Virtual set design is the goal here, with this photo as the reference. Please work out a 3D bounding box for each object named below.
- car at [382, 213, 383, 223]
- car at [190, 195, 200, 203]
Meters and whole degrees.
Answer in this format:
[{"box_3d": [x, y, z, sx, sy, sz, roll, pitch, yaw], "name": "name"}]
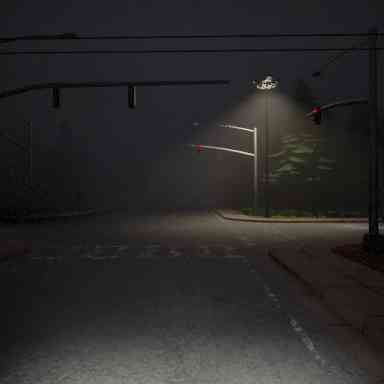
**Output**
[{"box_3d": [15.126, 1.359, 21.985, 4.553, 1.767, 2.097, 0, 0, 1], "name": "car"}, {"box_3d": [0.585, 1.536, 73.448, 2.097, 1.767, 4.553, 0, 0, 2], "name": "car"}]
